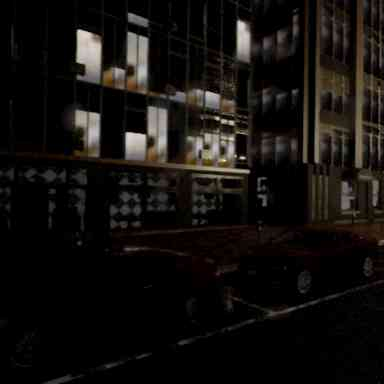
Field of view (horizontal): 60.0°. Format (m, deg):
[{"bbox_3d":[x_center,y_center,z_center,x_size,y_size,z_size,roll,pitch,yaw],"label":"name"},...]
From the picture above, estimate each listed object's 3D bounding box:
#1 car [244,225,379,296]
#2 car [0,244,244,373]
[{"bbox_3d":[3.184,1.599,8.817,4.507,1.381,1.887,0,0,-35],"label":"car"},{"bbox_3d":[-1.332,1.597,5.597,4.206,1.307,1.802,1,0,-35],"label":"car"}]
